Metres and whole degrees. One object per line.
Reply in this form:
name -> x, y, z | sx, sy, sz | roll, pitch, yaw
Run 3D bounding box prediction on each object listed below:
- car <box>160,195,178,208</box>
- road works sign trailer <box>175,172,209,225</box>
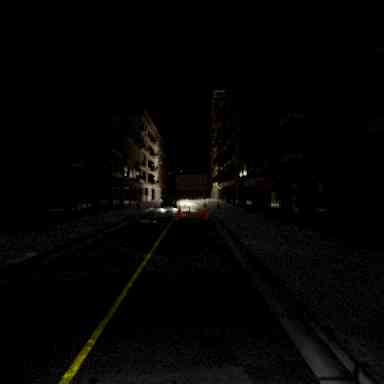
car -> -3.080, 1.254, 45.041 | 2.097, 1.767, 4.553 | 0, 0, 0
road works sign trailer -> 0.008, 0.406, 23.379 | 2.380, 3.560, 2.880 | 0, 0, 0
